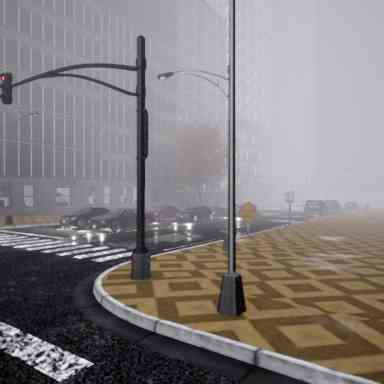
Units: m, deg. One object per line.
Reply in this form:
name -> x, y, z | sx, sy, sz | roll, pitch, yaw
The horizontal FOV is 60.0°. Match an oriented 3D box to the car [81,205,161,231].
car -> -4.834, 1.870, 23.614 | 2.033, 1.411, 5.357 | 0, -1, 33

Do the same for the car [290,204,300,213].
car -> 15.803, 2.437, 49.223 | 1.812, 1.442, 4.674 | 0, -1, 33

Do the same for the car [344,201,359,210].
car -> 31.527, 2.658, 65.670 | 2.097, 1.767, 4.553 | 0, -1, 33

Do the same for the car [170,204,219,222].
car -> 0.369, 1.999, 31.671 | 1.837, 1.490, 4.892 | 0, -1, 33

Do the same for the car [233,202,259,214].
car -> 8.085, 2.310, 49.527 | 1.882, 1.535, 5.008 | 0, -1, 33

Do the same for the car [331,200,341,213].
car -> 22.431, 2.263, 53.493 | 2.150, 2.045, 5.566 | 0, -1, 33

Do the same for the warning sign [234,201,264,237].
warning sign -> 3.157, 1.452, 18.537 | 1.300, 1.860, 1.060 | 1, 1, 33

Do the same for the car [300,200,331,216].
car -> 16.603, 2.074, 44.465 | 2.150, 2.045, 5.566 | 0, -1, 33

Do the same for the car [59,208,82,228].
car -> -7.702, 1.839, 25.151 | 1.812, 1.442, 4.674 | 0, -1, 31

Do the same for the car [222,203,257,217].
car -> 5.807, 2.199, 40.078 | 1.812, 1.442, 4.674 | 0, -1, 33

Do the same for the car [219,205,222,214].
car -> 2.619, 2.218, 41.145 | 1.994, 1.385, 4.181 | 0, -1, 32

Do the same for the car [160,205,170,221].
car -> -2.774, 2.002, 32.796 | 1.812, 1.442, 4.674 | 0, -1, 33

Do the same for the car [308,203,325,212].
car -> 22.000, 2.637, 58.825 | 1.812, 1.442, 4.674 | 0, -1, 33
